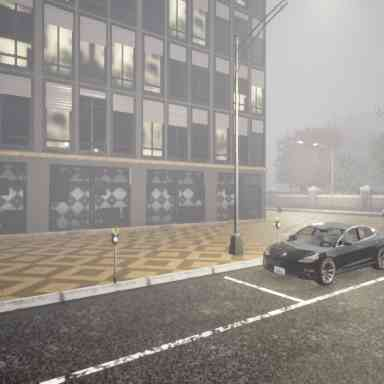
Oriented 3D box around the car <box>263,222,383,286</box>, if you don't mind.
[{"bbox_3d":[3.930,1.562,9.447,4.313,1.339,1.947,0,0,-35],"label":"car"}]
